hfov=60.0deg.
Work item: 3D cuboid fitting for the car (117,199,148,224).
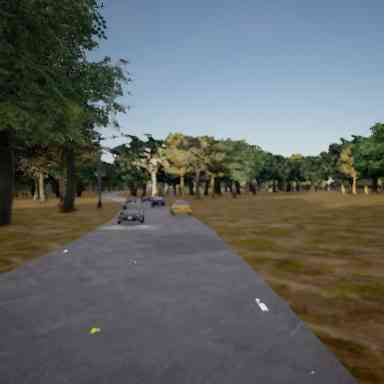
[{"bbox_3d":[-4.488,1.536,25.081,1.837,1.490,4.892,0,0,-6],"label":"car"}]

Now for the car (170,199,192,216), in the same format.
[{"bbox_3d":[-1.151,1.466,32.836,1.801,1.575,5.366,0,0,-7],"label":"car"}]

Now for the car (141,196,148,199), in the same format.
[{"bbox_3d":[-9.334,1.371,68.638,1.895,1.301,4.718,0,0,-16],"label":"car"}]

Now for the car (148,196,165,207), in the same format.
[{"bbox_3d":[-5.271,1.465,51.555,1.882,1.535,5.008,0,0,-12],"label":"car"}]

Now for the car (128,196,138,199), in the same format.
[{"bbox_3d":[-11.742,1.503,65.505,2.033,1.411,5.357,0,0,-15],"label":"car"}]
